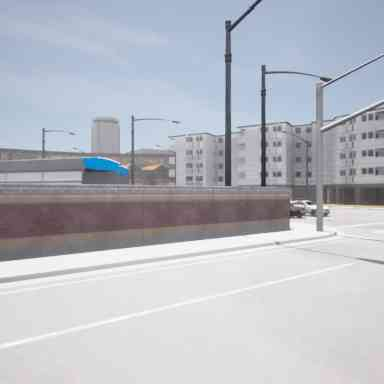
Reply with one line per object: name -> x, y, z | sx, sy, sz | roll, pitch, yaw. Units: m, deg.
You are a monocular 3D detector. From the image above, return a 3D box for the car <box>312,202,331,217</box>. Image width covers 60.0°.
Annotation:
car -> 10.791, 1.526, 31.646 | 1.812, 1.442, 4.674 | 0, 0, -36

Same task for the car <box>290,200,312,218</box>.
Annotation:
car -> 7.848, 1.505, 29.722 | 1.837, 1.490, 4.892 | 0, 0, -35
